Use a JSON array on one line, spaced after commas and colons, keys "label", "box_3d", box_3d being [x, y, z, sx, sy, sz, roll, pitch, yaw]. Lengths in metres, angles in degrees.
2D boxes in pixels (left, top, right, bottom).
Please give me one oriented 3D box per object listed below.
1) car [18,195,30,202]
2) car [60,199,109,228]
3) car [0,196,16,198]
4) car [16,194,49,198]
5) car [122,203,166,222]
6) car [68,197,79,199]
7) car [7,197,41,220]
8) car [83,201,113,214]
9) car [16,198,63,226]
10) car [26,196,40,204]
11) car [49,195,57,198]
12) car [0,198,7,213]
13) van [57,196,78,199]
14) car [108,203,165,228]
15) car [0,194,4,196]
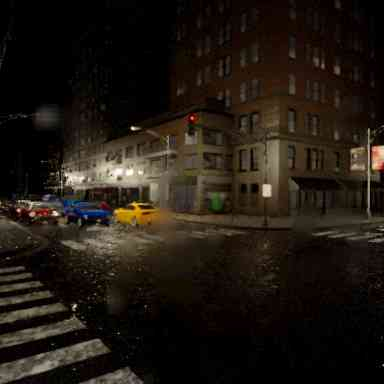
[{"label": "car", "box_3d": [-39.043, 1.547, 77.348, 1.967, 1.590, 4.097, 1, 0, -35]}, {"label": "car", "box_3d": [-7.194, 1.503, 22.679, 1.882, 1.535, 5.008, 1, 0, -35]}, {"label": "car", "box_3d": [-23.364, 1.556, 41.200, 2.008, 1.369, 4.403, 1, 0, -35]}, {"label": "car", "box_3d": [-19.043, 1.246, 39.506, 2.150, 2.045, 5.566, 1, 0, -35]}, {"label": "car", "box_3d": [-4.100, 1.636, 27.813, 1.947, 1.339, 4.313, 1, 0, -35]}, {"label": "car", "box_3d": [-13.630, 1.635, 41.323, 1.947, 1.339, 4.313, 1, 0, -35]}, {"label": "car", "box_3d": [-13.833, 1.443, 27.691, 1.967, 1.590, 4.097, 1, 0, -35]}, {"label": "car", "box_3d": [-10.454, 1.650, 36.820, 1.802, 1.307, 4.206, 1, 0, -35]}, {"label": "car", "box_3d": [-10.656, 1.444, 23.188, 1.967, 1.590, 4.097, 1, 0, -35]}, {"label": "car", "box_3d": [-32.690, 1.536, 68.341, 1.967, 1.590, 4.097, 1, 0, -35]}, {"label": "car", "box_3d": [-19.984, 1.625, 50.329, 2.008, 1.369, 4.403, 1, 0, -35]}, {"label": "car", "box_3d": [-20.187, 1.585, 36.697, 1.802, 1.307, 4.206, 1, 0, -35]}, {"label": "van", "box_3d": [-16.805, 1.413, 45.827, 1.690, 1.788, 3.998, 1, 0, -35]}, {"label": "car", "box_3d": [-3.755, 1.528, 23.042, 1.882, 1.535, 5.008, 1, -1, -36]}, {"label": "car", "box_3d": [-29.717, 1.453, 50.206, 1.967, 1.590, 4.097, 1, 0, -35]}]
